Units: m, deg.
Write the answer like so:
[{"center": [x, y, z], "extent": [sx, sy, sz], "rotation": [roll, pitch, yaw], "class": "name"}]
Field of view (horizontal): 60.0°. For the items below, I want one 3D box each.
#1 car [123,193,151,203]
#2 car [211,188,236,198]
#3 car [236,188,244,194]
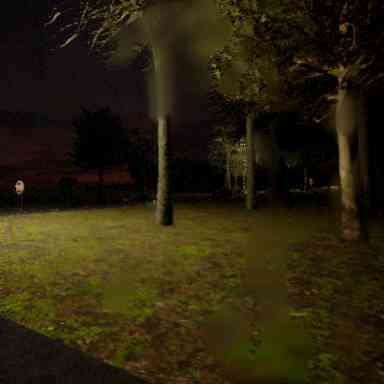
[{"center": [-7.868, 0.883, 47.765], "extent": [1.812, 1.442, 4.674], "rotation": [-3, 1, 34], "class": "car"}, {"center": [4.793, 0.217, 53.909], "extent": [1.812, 1.442, 4.674], "rotation": [-2, 1, 34], "class": "car"}, {"center": [9.722, -0.227, 73.489], "extent": [2.128, 1.511, 4.902], "rotation": [-3, 1, 34], "class": "car"}]
